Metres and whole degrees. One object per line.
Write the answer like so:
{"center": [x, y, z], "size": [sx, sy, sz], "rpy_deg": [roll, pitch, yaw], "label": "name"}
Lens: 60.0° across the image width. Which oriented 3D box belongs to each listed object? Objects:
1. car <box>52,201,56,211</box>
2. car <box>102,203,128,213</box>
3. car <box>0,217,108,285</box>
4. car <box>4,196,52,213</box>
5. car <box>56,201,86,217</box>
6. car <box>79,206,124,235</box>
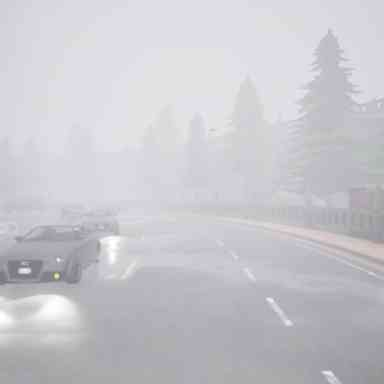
{"center": [-17.923, 1.905, 44.093], "size": [4.674, 1.442, 1.812], "rpy_deg": [0, -1, 23], "label": "car"}
{"center": [-9.538, 1.930, 38.455], "size": [4.718, 1.301, 1.895], "rpy_deg": [0, -1, 41], "label": "car"}
{"center": [-3.955, 1.648, 9.630], "size": [1.994, 1.385, 4.181], "rpy_deg": [0, -1, -3], "label": "car"}
{"center": [-20.804, 1.580, 41.567], "size": [5.566, 2.045, 2.150], "rpy_deg": [0, -1, 22], "label": "car"}
{"center": [-10.027, 1.753, 28.869], "size": [1.837, 1.490, 4.892], "rpy_deg": [0, -1, -35], "label": "car"}
{"center": [-5.439, 1.733, 19.606], "size": [1.994, 1.385, 4.181], "rpy_deg": [0, -1, -19], "label": "car"}
